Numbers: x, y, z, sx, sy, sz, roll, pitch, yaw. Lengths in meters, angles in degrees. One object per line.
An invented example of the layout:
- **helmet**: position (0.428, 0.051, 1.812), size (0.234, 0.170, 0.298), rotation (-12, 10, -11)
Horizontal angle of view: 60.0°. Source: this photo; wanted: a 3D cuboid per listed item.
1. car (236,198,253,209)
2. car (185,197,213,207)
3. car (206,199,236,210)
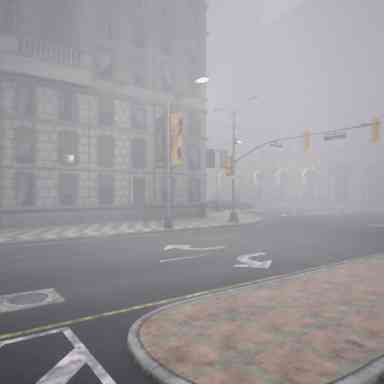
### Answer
- **car**: position (6.185, 1.564, 44.784), size (1.994, 1.385, 4.181), rotation (0, 0, -36)
- **car**: position (1.095, 1.505, 51.943), size (1.837, 1.490, 4.892), rotation (0, 0, -35)
- **car**: position (3.243, 1.564, 42.879), size (1.994, 1.385, 4.181), rotation (0, 0, -36)
